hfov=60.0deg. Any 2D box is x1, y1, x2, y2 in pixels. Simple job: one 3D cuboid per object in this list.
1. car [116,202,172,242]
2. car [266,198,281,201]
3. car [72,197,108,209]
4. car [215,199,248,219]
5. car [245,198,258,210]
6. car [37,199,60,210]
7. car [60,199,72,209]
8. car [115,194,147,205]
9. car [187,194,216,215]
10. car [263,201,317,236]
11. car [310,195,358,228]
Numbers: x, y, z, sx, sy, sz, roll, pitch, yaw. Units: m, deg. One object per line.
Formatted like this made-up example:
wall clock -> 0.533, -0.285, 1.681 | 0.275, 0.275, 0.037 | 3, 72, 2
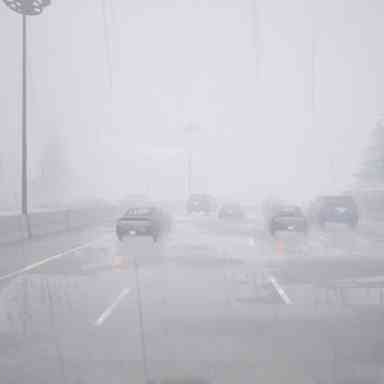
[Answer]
car -> -2.218, 1.488, 16.432 | 2.128, 1.511, 4.902 | 0, 0, 7
car -> 8.457, 1.347, 34.344 | 2.097, 1.767, 4.553 | 0, 0, 15
car -> -11.919, 1.498, 40.147 | 1.837, 1.490, 4.892 | 0, 0, 16
car -> 3.526, 1.559, 29.010 | 1.994, 1.385, 4.181 | 0, 0, 13
car -> 7.335, 1.519, 42.685 | 1.812, 1.442, 4.674 | 0, 0, 18
car -> -18.198, 1.557, 43.614 | 1.994, 1.385, 4.181 | 0, 0, 16
car -> -14.567, 1.499, 43.615 | 1.837, 1.490, 4.892 | 0, 0, 16
car -> -7.650, 1.216, 42.412 | 2.150, 2.045, 5.566 | 0, 0, 17
car -> 1.068, 1.216, 33.868 | 2.150, 2.045, 5.566 | 0, 0, 14
car -> 5.102, 1.488, 18.356 | 2.128, 1.511, 4.902 | 0, 0, 8
car -> 9.275, 1.220, 22.200 | 2.150, 2.045, 5.566 | 0, 0, 10
